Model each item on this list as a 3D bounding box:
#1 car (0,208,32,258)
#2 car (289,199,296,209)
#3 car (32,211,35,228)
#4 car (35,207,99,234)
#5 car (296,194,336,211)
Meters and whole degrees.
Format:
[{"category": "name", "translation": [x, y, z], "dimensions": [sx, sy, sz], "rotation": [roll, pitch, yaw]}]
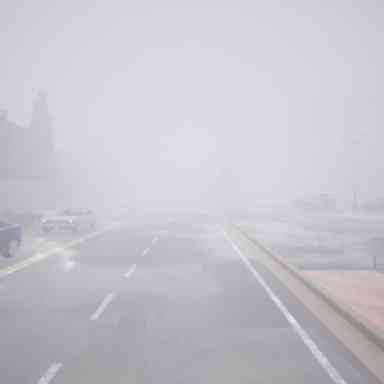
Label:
[{"category": "car", "translation": [-6.999, 1.473, 9.894], "dimensions": [1.882, 1.535, 5.008], "rotation": [0, 0, 0]}, {"category": "car", "translation": [14.280, 1.155, 40.668], "dimensions": [4.605, 1.855, 1.932], "rotation": [0, 0, -2]}, {"category": "car", "translation": [-10.521, 1.592, 19.228], "dimensions": [1.895, 1.301, 4.718], "rotation": [0, 0, 0]}, {"category": "car", "translation": [-7.018, 1.594, 19.507], "dimensions": [1.895, 1.301, 4.718], "rotation": [0, 0, 0]}, {"category": "car", "translation": [14.299, 1.159, 37.773], "dimensions": [3.866, 1.878, 1.905], "rotation": [0, 0, -2]}]
